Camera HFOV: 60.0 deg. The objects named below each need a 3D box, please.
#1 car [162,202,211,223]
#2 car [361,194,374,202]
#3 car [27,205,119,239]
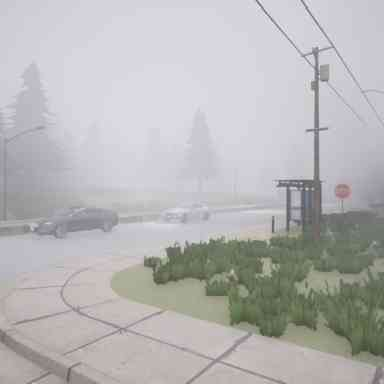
[{"bbox_3d":[-0.305,1.525,25.833,1.812,1.442,4.674,0,0,36],"label":"car"},{"bbox_3d":[40.428,1.355,76.459,2.097,1.767,4.553,0,0,36],"label":"car"},{"bbox_3d":[-6.150,1.491,17.760,2.128,1.511,4.902,0,0,36],"label":"car"}]
